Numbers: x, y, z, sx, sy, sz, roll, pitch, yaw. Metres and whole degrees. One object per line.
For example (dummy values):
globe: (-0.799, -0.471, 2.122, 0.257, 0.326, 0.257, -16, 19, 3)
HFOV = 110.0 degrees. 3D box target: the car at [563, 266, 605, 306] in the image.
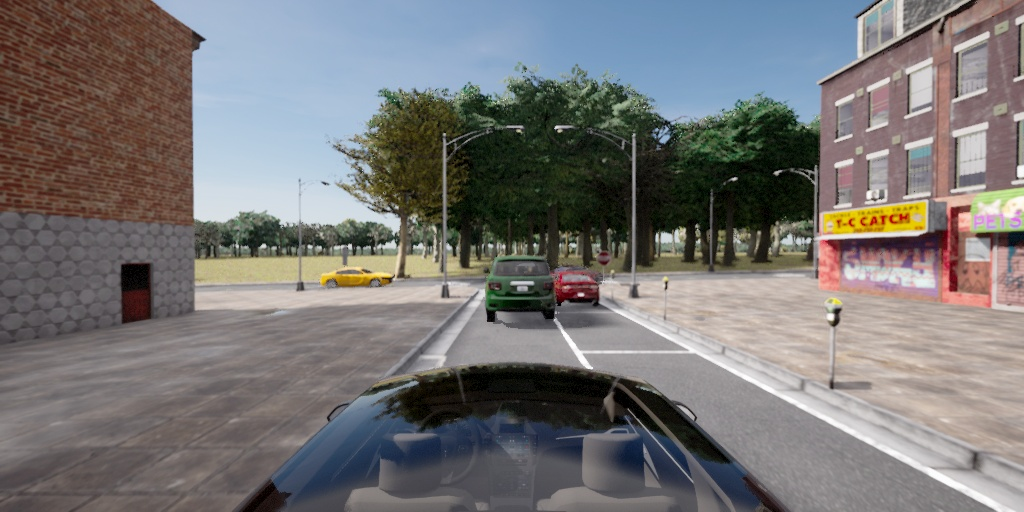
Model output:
car: (2.625, 1.343, 15.800, 1.888, 1.381, 4.507, 0, 0, 0)

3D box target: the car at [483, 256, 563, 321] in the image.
car: (0.167, 1.012, 12.857, 2.150, 2.045, 5.566, 0, 0, -3)

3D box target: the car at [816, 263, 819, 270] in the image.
car: (27.196, 0.727, 29.212, 4.181, 1.385, 1.994, -1, 1, 0)

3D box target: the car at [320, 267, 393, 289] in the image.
car: (-11.288, 1.571, 26.229, 5.008, 1.535, 1.882, -2, 1, 0)
